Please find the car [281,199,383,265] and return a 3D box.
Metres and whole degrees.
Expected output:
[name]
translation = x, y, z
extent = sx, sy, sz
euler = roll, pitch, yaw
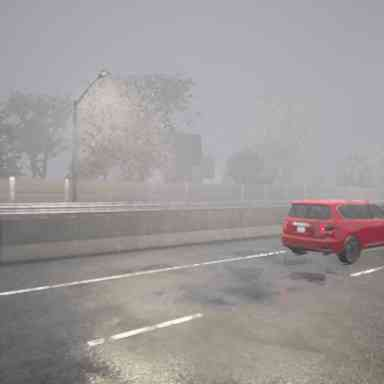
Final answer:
[car]
translation = 5.694, 1.295, 12.191
extent = 5.566, 2.045, 2.150
euler = 0, 0, -35
